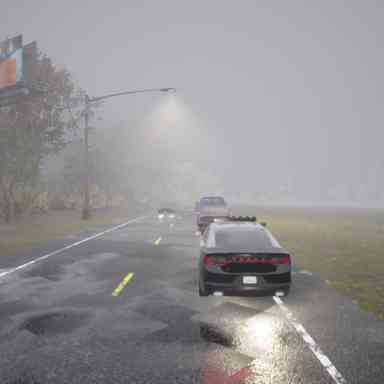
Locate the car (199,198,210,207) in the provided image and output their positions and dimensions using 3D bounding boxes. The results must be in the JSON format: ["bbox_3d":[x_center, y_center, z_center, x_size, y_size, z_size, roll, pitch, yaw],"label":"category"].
[{"bbox_3d":[2.265,1.850,59.382,1.882,1.535,5.008,0,-1,4],"label":"car"}]

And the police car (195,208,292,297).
[{"bbox_3d":[1.109,1.438,8.766,1.930,1.638,5.238,0,0,1],"label":"police car"}]

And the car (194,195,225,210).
[{"bbox_3d":[1.465,1.304,24.630,2.150,2.045,5.566,0,0,2],"label":"car"}]

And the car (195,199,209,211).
[{"bbox_3d":[1.442,1.780,46.570,1.812,1.442,4.674,0,-1,4],"label":"car"}]

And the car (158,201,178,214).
[{"bbox_3d":[-2.655,1.722,37.529,2.033,1.411,5.357,0,0,3],"label":"car"}]

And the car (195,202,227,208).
[{"bbox_3d":[1.292,1.526,18.621,1.882,1.535,5.008,0,0,1],"label":"car"}]
